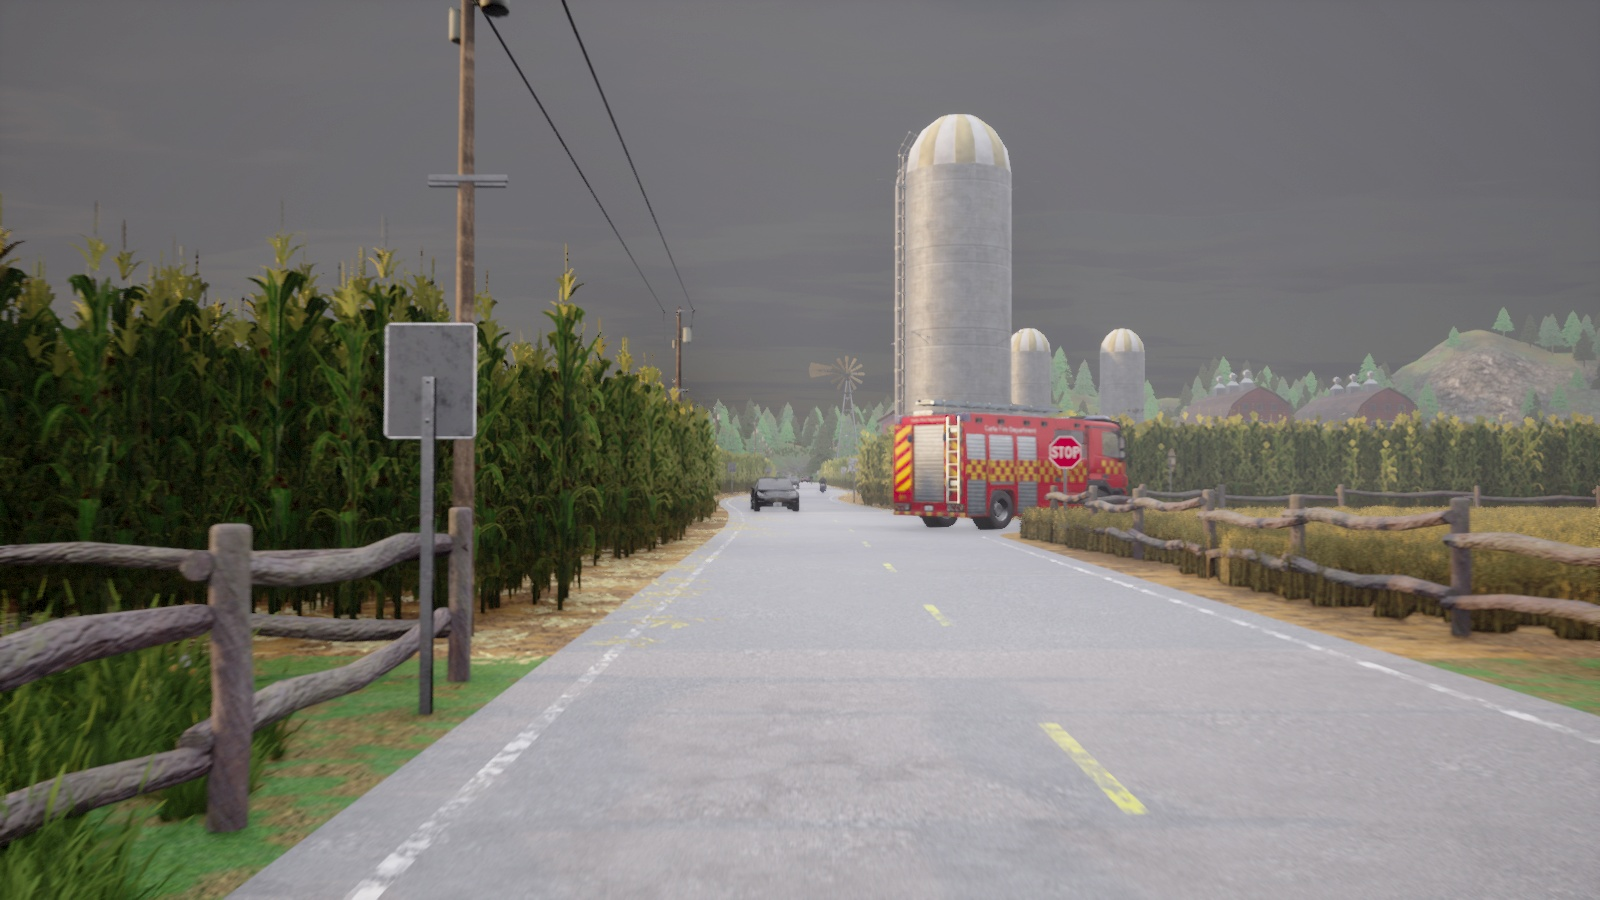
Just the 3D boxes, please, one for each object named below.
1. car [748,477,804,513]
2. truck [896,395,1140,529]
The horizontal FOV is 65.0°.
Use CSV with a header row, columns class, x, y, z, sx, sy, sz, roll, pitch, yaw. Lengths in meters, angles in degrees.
class,x,y,z,sx,sy,sz,roll,pitch,yaw
car,-1.134,1.955,55.695,2.163,1.488,4.792,0,-1,-5
truck,7.033,0.430,39.577,8.468,3.827,2.891,1,-2,-41
